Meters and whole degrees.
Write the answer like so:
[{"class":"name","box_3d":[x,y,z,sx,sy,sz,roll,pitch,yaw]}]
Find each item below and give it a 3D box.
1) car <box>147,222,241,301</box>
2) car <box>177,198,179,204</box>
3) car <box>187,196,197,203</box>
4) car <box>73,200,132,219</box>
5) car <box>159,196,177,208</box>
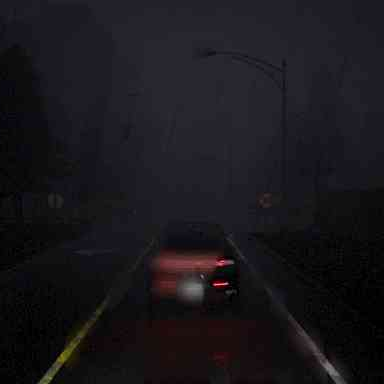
[{"class":"car","box_3d":[0.059,1.491,8.281,2.128,1.511,4.902,0,0,0]},{"class":"car","box_3d":[-3.508,1.524,63.476,1.812,1.442,4.674,0,0,1]},{"class":"car","box_3d":[0.047,1.490,69.512,2.128,1.511,4.902,0,0,0]},{"class":"car","box_3d":[-7.897,1.484,29.467,5.008,1.535,1.882,0,2,-24]},{"class":"car","box_3d":[-3.565,1.505,47.924,1.837,1.490,4.892,0,0,0]}]
